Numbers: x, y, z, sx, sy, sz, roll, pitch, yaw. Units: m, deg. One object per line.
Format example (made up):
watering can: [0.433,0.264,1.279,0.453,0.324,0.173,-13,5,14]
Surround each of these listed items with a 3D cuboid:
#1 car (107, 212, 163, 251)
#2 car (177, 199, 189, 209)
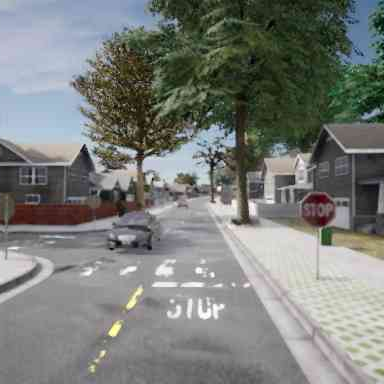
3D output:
car: [-2.463,1.705,15.236,2.128,1.511,4.902,0,-1,1]
car: [-1.538,2.009,56.617,1.837,1.490,4.892,0,0,1]
